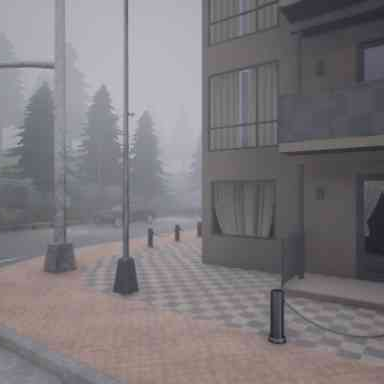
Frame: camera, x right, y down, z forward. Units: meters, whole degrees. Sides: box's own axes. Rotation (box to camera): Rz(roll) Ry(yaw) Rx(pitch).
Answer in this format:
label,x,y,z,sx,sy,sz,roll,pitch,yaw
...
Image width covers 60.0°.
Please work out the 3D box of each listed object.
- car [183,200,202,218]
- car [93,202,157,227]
label,x,y,z,sx,sy,sz,roll,pitch,yaw
car,1.091,1.499,31.338,1.882,1.535,5.008,0,0,35
car,-4.571,1.499,23.183,1.882,1.535,5.008,0,0,35
